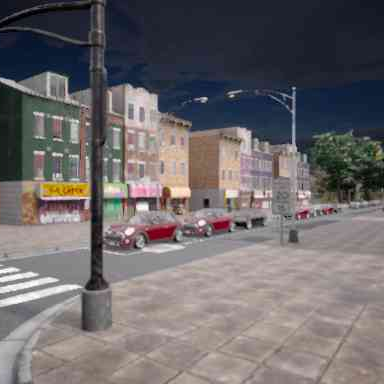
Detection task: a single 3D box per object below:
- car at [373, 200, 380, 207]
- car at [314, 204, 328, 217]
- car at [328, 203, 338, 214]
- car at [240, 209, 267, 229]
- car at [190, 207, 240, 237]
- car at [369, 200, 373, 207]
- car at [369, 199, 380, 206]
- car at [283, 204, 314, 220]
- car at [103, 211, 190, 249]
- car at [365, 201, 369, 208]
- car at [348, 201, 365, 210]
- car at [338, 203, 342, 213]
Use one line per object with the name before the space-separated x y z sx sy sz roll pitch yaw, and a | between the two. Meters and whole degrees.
car | 41.907 2.719 77.653 1.947 1.339 4.313 -1 -1 35
car | 13.533 2.100 37.815 2.008 1.369 4.403 0 -1 35
car | 16.686 2.159 42.242 1.887 1.381 4.507 0 -1 35
car | 4.076 1.922 24.535 1.947 1.339 4.313 0 -1 35
car | 0.923 1.734 20.110 1.967 1.590 4.097 0 -1 35
car | 35.602 2.598 68.800 1.802 1.307 4.206 -1 -1 35
car | 45.060 2.662 82.082 1.967 1.590 4.097 -1 -1 35
car | 10.381 2.029 33.389 1.887 1.381 4.507 0 -1 35
car | -2.229 1.673 15.684 1.967 1.590 4.097 0 -1 35
car | 32.449 2.514 64.374 1.947 1.339 4.313 -1 -1 35
car | 29.296 2.431 59.948 2.008 1.369 4.403 -1 -1 35
car | 19.839 2.246 46.668 1.947 1.339 4.313 0 -1 35
